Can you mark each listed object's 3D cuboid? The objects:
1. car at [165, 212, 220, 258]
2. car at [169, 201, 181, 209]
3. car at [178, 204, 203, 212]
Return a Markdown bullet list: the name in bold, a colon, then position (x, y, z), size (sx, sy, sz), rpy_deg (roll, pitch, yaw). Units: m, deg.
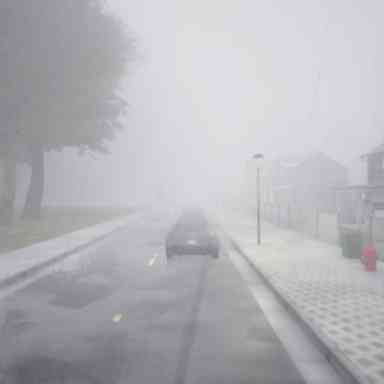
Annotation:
- **car**: position (0.022, 1.705, 13.384), size (1.994, 1.385, 4.181), rpy_deg (0, -1, 0)
- **car**: position (-2.757, 2.189, 56.552), size (1.994, 1.385, 4.181), rpy_deg (0, -1, 0)
- **car**: position (0.023, 1.903, 28.253), size (1.895, 1.301, 4.718), rpy_deg (0, -1, 0)
